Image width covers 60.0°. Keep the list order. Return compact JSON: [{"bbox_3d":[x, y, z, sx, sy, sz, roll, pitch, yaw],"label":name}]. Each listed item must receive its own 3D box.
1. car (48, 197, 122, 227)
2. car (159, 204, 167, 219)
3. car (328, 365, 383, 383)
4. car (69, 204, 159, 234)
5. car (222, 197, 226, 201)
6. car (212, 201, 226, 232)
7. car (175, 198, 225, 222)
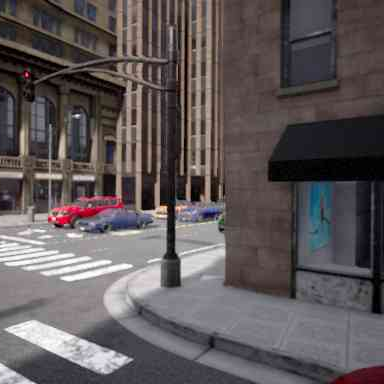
[{"bbox_3d":[-7.270,1.406,23.579,2.150,2.045,5.566,1,0,35],"label":"car"},{"bbox_3d":[-1.553,1.619,31.707,2.097,1.767,4.553,1,0,35],"label":"car"},{"bbox_3d":[2.654,1.535,1.081,4.507,1.381,1.887,0,1,35],"label":"car"},{"bbox_3d":[-4.808,1.755,21.434,2.033,1.411,5.357,1,0,35],"label":"car"},{"bbox_3d":[4.545,1.579,40.366,2.150,2.045,5.566,1,0,35],"label":"car"},{"bbox_3d":[3.571,1.658,21.700,2.097,1.767,4.553,1,0,35],"label":"car"},{"bbox_3d":[0.640,1.640,29.176,2.097,1.767,4.553,1,0,35],"label":"car"}]
